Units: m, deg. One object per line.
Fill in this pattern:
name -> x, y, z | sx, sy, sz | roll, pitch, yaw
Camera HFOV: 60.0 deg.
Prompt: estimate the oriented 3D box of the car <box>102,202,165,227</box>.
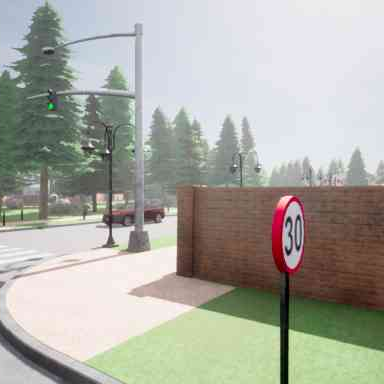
car -> -3.955, 1.465, 23.113 | 1.882, 1.535, 5.008 | 0, 0, 35
